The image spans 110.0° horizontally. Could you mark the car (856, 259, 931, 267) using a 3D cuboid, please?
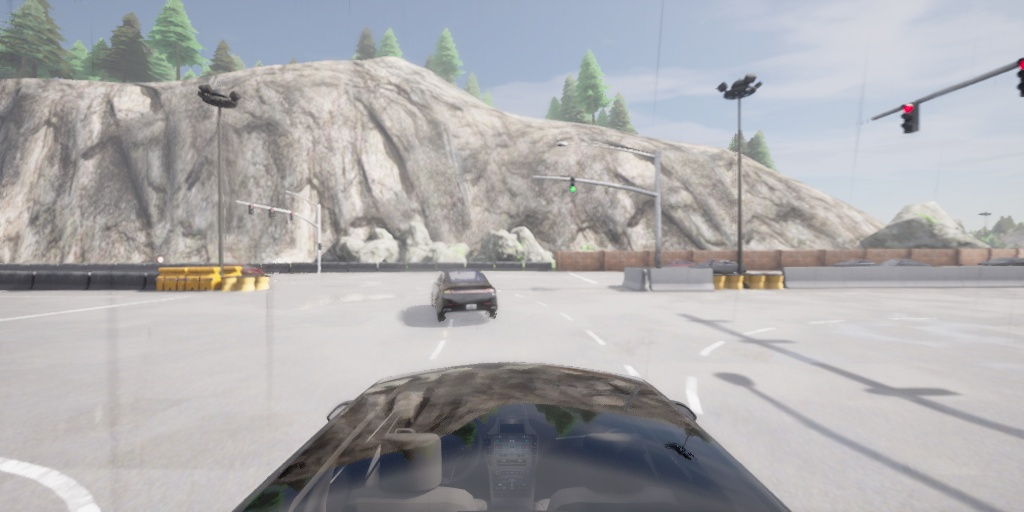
[{"bbox_3d":[31.992,0.998,29.783,4.674,1.442,1.812,0,0,1],"label":"car"}]

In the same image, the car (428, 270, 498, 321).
[{"bbox_3d":[-1.800,1.219,12.507,2.128,1.511,4.902,0,0,-15],"label":"car"}]

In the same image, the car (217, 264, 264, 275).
[{"bbox_3d":[-21.322,1.309,27.064,4.674,1.442,1.812,0,0,1],"label":"car"}]

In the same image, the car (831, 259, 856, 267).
[{"bbox_3d":[35.195,0.996,36.717,4.181,1.385,1.994,0,0,1],"label":"car"}]

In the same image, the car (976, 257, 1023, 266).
[{"bbox_3d":[50.976,0.818,36.977,5.008,1.535,1.882,0,0,-5],"label":"car"}]

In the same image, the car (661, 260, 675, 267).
[{"bbox_3d":[17.088,1.099,36.994,4.181,1.385,1.994,0,0,1],"label":"car"}]

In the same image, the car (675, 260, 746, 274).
[{"bbox_3d":[16.824,1.050,30.001,4.902,1.511,2.128,0,0,1],"label":"car"}]
